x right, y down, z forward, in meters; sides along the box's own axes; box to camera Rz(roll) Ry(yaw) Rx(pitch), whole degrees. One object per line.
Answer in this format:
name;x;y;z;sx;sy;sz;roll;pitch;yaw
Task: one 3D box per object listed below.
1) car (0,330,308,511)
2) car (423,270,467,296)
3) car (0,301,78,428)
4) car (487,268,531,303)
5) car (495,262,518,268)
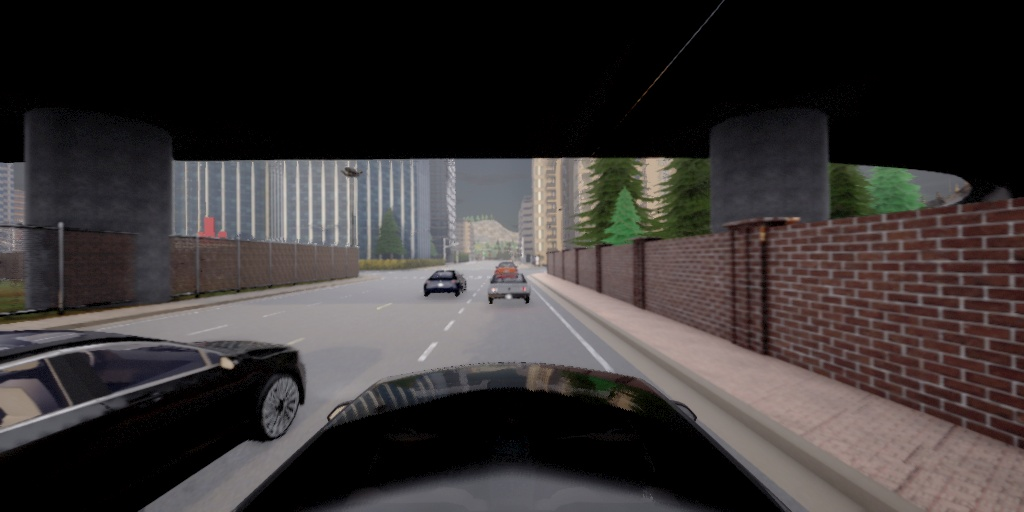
car;-3.494;1.288;2.544;2.128;1.511;4.902;-1;0;1
car;-3.730;1.473;20.588;1.994;1.385;4.181;-1;0;-1
car;-7.119;1.368;2.797;1.812;1.442;4.674;-1;0;0
car;-0.160;1.447;17.281;1.895;1.301;4.718;-1;0;-1
car;-0.487;1.299;33.156;2.097;1.767;4.553;-1;0;-1
